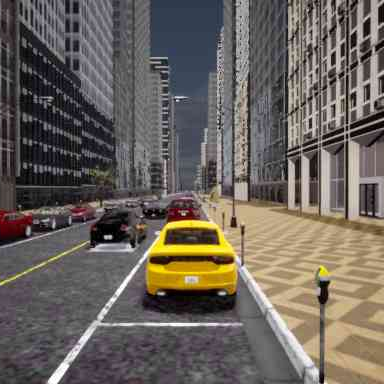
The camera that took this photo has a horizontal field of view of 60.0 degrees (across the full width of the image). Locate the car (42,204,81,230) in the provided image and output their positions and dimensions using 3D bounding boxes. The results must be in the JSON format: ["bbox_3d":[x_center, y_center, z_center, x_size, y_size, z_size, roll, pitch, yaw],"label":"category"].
[{"bbox_3d":[-8.844,1.547,20.672,2.008,1.369,4.403,-1,0,0],"label":"car"}]

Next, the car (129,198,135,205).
[{"bbox_3d":[-8.843,1.541,49.090,2.008,1.369,4.403,-1,0,0],"label":"car"}]

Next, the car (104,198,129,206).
[{"bbox_3d":[-8.844,1.544,37.723,2.008,1.369,4.403,-1,0,0],"label":"car"}]

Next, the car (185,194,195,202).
[{"bbox_3d":[-0.465,1.298,77.509,2.192,1.841,5.009,-1,0,0],"label":"car"}]

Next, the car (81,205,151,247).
[{"bbox_3d":[-3.140,1.523,14.781,1.812,1.442,4.674,0,0,0],"label":"car"}]

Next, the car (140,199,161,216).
[{"bbox_3d":[-3.144,1.595,29.487,1.895,1.301,4.718,0,0,0],"label":"car"}]

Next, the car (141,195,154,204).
[{"bbox_3d":[-8.845,1.426,66.141,1.967,1.590,4.097,-1,0,0],"label":"car"}]

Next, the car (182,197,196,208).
[{"bbox_3d":[-0.463,1.541,49.090,2.008,1.369,4.403,-1,0,0],"label":"car"}]

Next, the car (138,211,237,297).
[{"bbox_3d":[-0.006,1.476,8.652,1.882,1.535,5.008,0,0,0],"label":"car"}]

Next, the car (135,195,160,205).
[{"bbox_3d":[-6.151,1.484,46.825,2.128,1.511,4.902,0,0,0],"label":"car"}]

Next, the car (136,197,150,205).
[{"bbox_3d":[-8.843,1.569,60.458,1.802,1.307,4.206,-1,0,0],"label":"car"}]

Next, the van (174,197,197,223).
[{"bbox_3d":[-0.465,1.336,26.356,1.690,1.788,3.998,-1,0,0],"label":"van"}]

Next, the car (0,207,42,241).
[{"bbox_3d":[-8.843,1.542,14.989,1.887,1.381,4.507,-1,0,0],"label":"car"}]

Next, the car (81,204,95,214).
[{"bbox_3d":[-8.843,1.577,26.356,1.802,1.307,4.206,-1,0,0],"label":"car"}]

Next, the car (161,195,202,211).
[{"bbox_3d":[-0.465,1.311,20.672,2.192,1.841,5.009,-1,0,0],"label":"car"}]
